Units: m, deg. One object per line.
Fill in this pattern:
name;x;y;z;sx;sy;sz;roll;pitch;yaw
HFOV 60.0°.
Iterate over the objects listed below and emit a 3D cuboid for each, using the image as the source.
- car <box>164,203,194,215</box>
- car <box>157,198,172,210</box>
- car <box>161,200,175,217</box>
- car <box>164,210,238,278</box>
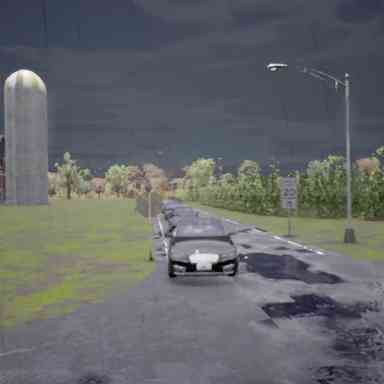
car;-0.508;1.658;20.879;1.994;1.385;4.181;-1;0;-6
car;-4.009;1.693;47.610;1.882;1.535;5.008;-1;0;-8
car;-1.574;1.680;29.372;2.033;1.411;5.357;-1;0;-7
car;0.254;1.550;10.504;2.128;1.511;4.902;-1;0;-1
